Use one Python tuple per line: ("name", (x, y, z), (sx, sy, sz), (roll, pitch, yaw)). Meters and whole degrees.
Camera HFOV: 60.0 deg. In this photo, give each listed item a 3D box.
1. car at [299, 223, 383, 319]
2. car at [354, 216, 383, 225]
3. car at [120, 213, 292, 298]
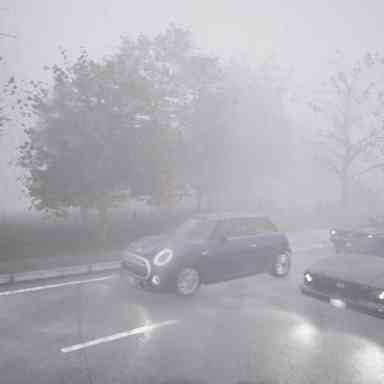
("car", (4.727, 1.586, 7.377), (5.357, 1.411, 2.033), (1, 0, -35))
("car", (7.786, 1.708, 13.879), (4.718, 1.301, 1.895), (1, 0, -36))
("car", (0.485, 1.370, 8.646), (4.553, 1.767, 2.097), (0, 0, -35))
